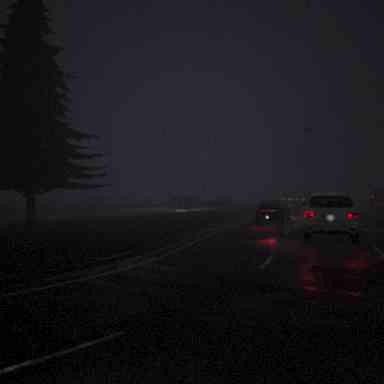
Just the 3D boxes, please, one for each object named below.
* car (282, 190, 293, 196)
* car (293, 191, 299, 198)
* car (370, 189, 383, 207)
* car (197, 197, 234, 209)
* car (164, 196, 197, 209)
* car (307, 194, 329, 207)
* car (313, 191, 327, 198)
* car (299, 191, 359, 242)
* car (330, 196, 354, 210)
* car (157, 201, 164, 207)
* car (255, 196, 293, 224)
[{"bbox_3d":[22.820,0.428,78.065,2.097,1.767,4.553,-1,0,36],"label":"car"},{"bbox_3d":[25.141,0.626,75.307,1.837,1.490,4.892,-1,0,36],"label":"car"},{"bbox_3d":[22.515,0.657,39.592,2.150,2.045,5.566,-1,0,31],"label":"car"},{"bbox_3d":[3.166,1.336,41.276,1.895,1.301,4.718,-1,0,42],"label":"car"},{"bbox_3d":[-0.803,1.298,42.134,1.837,1.490,4.892,0,1,43],"label":"car"},{"bbox_3d":[16.147,1.049,42.567,1.812,1.442,4.674,-1,0,31],"label":"car"},{"bbox_3d":[28.456,0.559,73.911,1.994,1.385,4.181,-1,0,36],"label":"car"},{"bbox_3d":[6.392,1.042,15.501,2.150,2.045,5.566,-1,0,21],"label":"car"},{"bbox_3d":[16.179,1.159,35.781,1.895,1.301,4.718,-1,0,29],"label":"car"},{"bbox_3d":[-2.511,1.404,45.414,1.895,1.301,4.718,-1,0,42],"label":"car"},{"bbox_3d":[5.707,1.296,23.071,1.837,1.490,4.892,-1,0,24],"label":"car"}]
